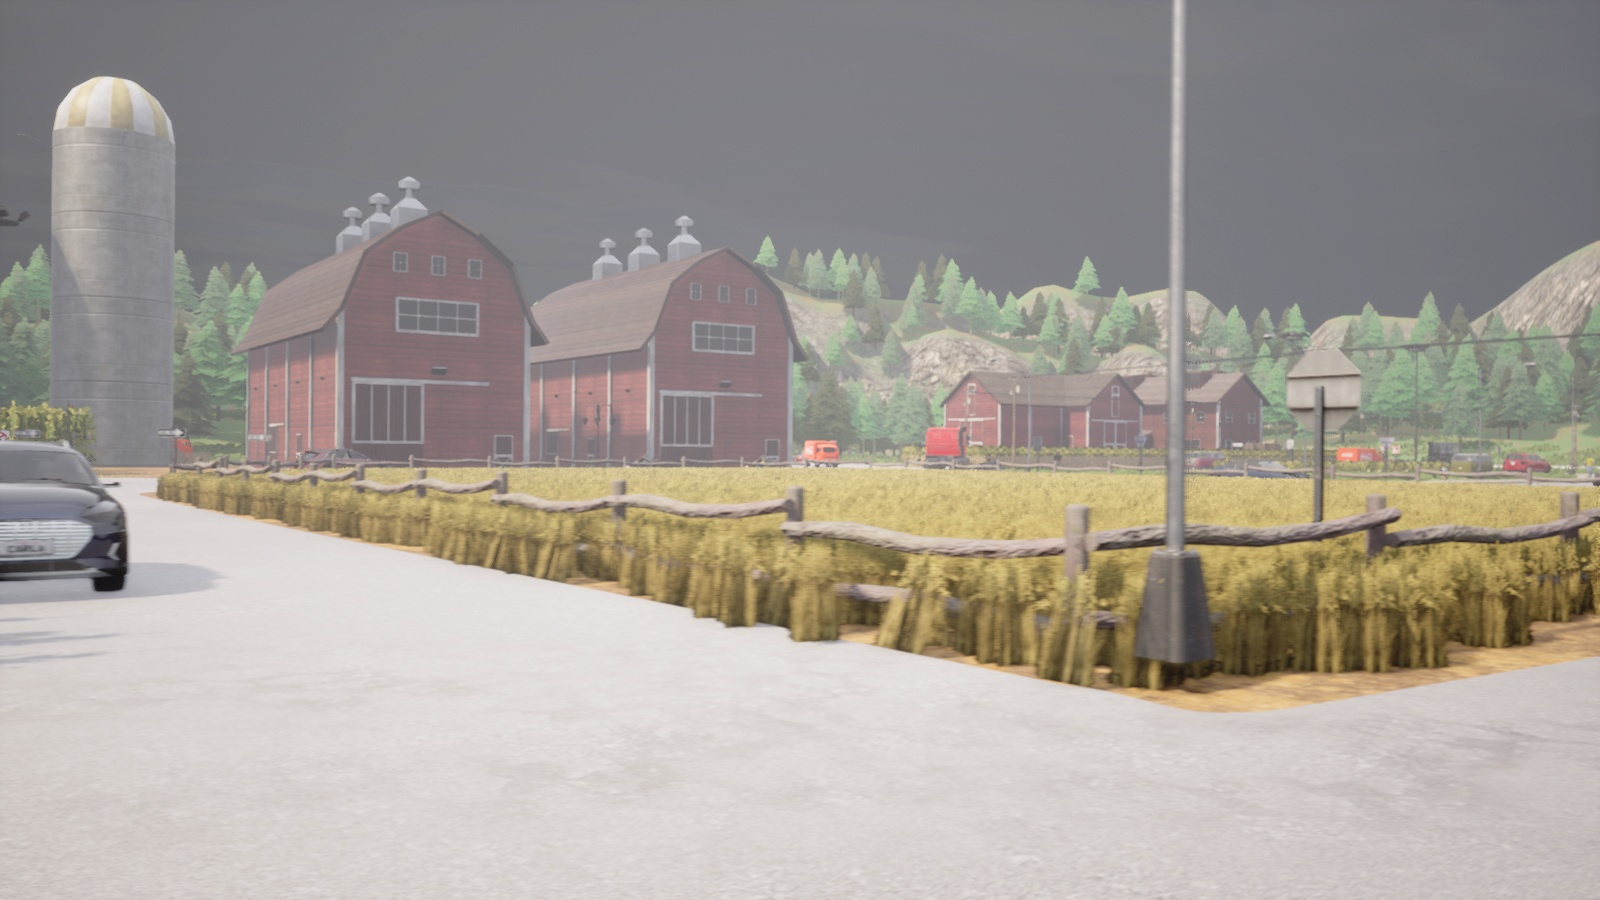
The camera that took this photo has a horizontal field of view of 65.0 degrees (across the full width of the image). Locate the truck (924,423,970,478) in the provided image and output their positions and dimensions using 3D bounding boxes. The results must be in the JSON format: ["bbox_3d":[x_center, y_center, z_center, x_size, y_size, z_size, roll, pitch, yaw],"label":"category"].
[{"bbox_3d":[9.846,0.014,84.566,2.891,3.462,7.936,0,0,5],"label":"truck"}]

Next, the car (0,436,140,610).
[{"bbox_3d":[-8.851,0.712,14.053,2.033,1.649,4.856,0,-1,-35],"label":"car"}]

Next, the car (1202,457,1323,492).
[{"bbox_3d":[21.005,1.059,57.159,2.163,1.488,4.792,0,0,-35],"label":"car"}]

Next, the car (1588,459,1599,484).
[{"bbox_3d":[47.310,1.221,72.134,4.181,1.385,1.994,0,0,-36],"label":"car"}]

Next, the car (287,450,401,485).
[{"bbox_3d":[-22.208,0.834,61.340,2.033,1.649,4.856,0,0,39],"label":"car"}]
